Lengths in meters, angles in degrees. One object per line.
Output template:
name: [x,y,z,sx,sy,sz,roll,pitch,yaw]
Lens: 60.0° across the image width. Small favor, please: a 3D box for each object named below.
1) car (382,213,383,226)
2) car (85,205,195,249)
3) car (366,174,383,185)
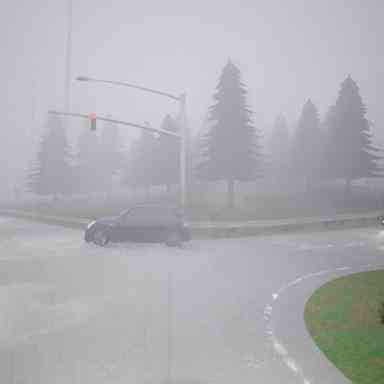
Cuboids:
car: [12.421,1.023,18.101,4.553,1.767,2.097,-3,1,-30]
car: [-2.183,1.352,14.291,4.553,1.767,2.097,0,0,7]
car: [28.058,-2.135,51.173,2.150,2.045,5.566,0,5,25]
